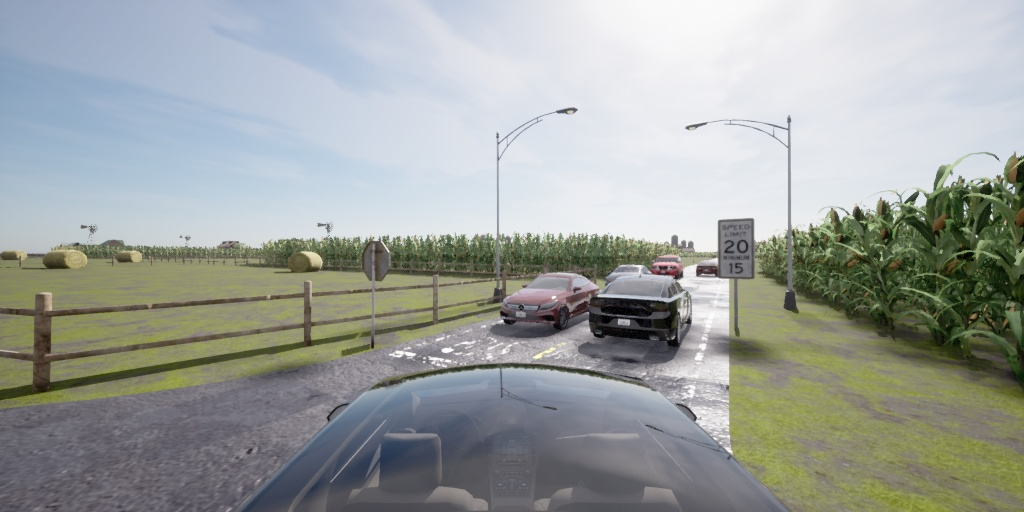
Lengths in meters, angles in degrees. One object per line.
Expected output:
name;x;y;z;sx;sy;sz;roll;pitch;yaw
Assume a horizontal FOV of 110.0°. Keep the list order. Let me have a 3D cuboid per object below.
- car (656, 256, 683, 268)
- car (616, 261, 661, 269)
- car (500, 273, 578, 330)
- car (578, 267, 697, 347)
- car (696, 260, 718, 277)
car;14.053;0.990;32.306;2.150;2.045;5.566;0;0;31
car;6.627;1.258;20.071;2.128;1.511;4.902;0;0;31
car;1.441;1.291;11.508;1.812;1.442;4.674;0;0;31
car;3.618;1.231;9.601;1.882;1.535;5.008;0;0;31
car;19.753;1.229;36.133;1.882;1.535;5.008;0;0;32
